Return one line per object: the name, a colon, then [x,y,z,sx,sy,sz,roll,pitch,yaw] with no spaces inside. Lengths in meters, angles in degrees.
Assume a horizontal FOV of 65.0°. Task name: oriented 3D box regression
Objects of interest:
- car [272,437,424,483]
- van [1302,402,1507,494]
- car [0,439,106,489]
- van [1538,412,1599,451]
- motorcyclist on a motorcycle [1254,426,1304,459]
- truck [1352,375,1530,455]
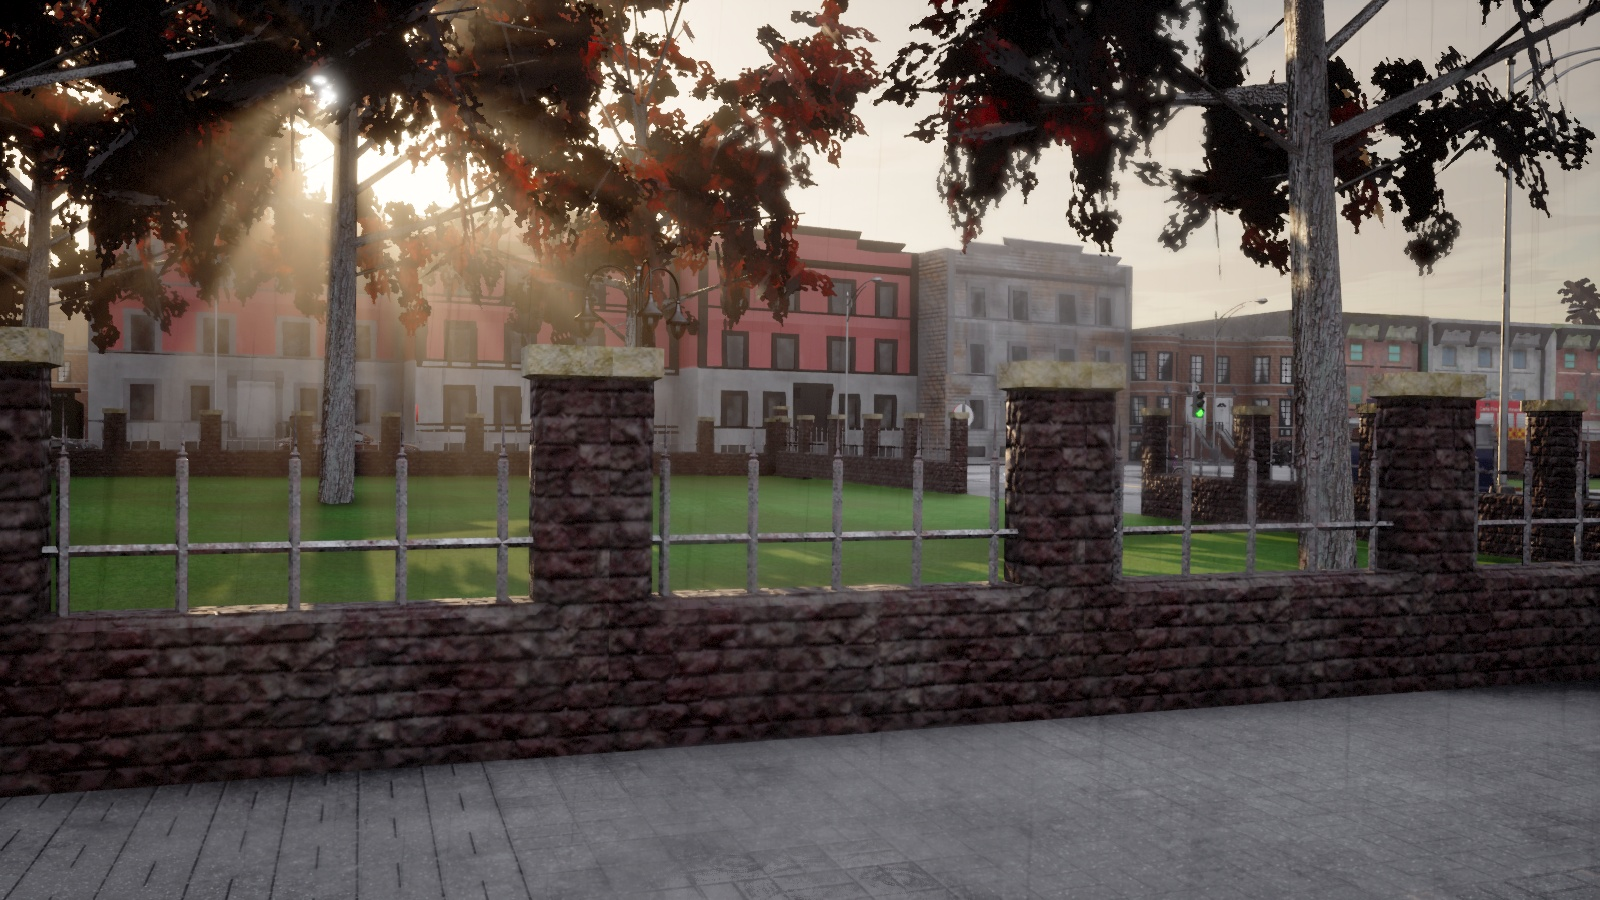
car: [-15.118,0.301,42.160,4.674,1.442,1.812,-1,1,-19]
van: [14.165,-0.085,29.738,1.775,1.987,4.442,-1,1,-19]
car: [-24.440,0.434,38.888,4.892,1.490,1.837,-1,1,-19]
van: [41.292,-0.970,66.074,4.442,1.987,1.775,-1,1,-19]
motorcyclist on a motorcycle: [22.729,-0.382,59.617,2.191,1.530,0.866,-1,1,-19]
truck: [32.092,-1.736,62.869,8.468,3.827,2.891,-1,1,-19]
